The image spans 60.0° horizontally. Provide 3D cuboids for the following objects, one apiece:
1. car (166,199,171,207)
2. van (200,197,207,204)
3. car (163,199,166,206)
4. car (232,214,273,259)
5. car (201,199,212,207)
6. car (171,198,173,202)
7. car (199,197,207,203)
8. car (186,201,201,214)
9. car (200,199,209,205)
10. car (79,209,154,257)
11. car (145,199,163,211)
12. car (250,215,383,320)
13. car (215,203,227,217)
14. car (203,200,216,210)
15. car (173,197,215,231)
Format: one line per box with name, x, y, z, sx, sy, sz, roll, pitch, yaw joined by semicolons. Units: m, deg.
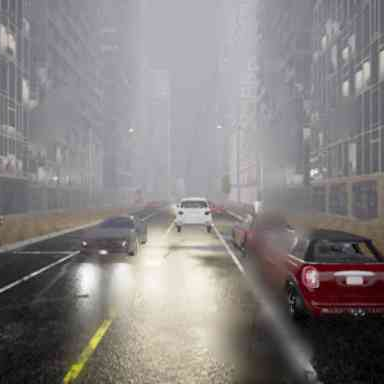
car;-5.623;2.090;64.398;1.887;1.381;4.507;0;0;0
van;2.776;2.014;81.461;1.690;1.788;3.998;0;0;0
car;-5.635;2.039;53.014;1.802;1.307;4.206;0;0;0
car;2.705;1.561;13.153;1.967;1.590;4.097;0;-1;0
car;2.758;2.111;64.381;1.947;1.339;4.313;0;0;0
car;-5.617;2.155;70.091;1.947;1.339;4.313;0;0;0
car;2.781;2.154;87.151;1.967;1.590;4.097;0;0;0
car;0.142;1.890;41.437;1.812;1.442;4.674;0;-1;0
car;2.769;2.197;75.765;1.947;1.339;4.313;0;0;0
car;-2.986;1.674;13.875;2.033;1.411;5.357;0;-1;0
car;-5.640;1.956;47.320;1.887;1.381;4.507;0;0;0
car;2.699;1.509;7.461;1.967;1.590;4.097;0;-1;0
car;2.728;1.864;35.921;1.887;1.381;4.507;0;0;0
car;2.746;2.023;52.997;1.947;1.339;4.313;0;0;0
car;0.123;1.423;22.095;2.150;2.045;5.566;0;0;0
